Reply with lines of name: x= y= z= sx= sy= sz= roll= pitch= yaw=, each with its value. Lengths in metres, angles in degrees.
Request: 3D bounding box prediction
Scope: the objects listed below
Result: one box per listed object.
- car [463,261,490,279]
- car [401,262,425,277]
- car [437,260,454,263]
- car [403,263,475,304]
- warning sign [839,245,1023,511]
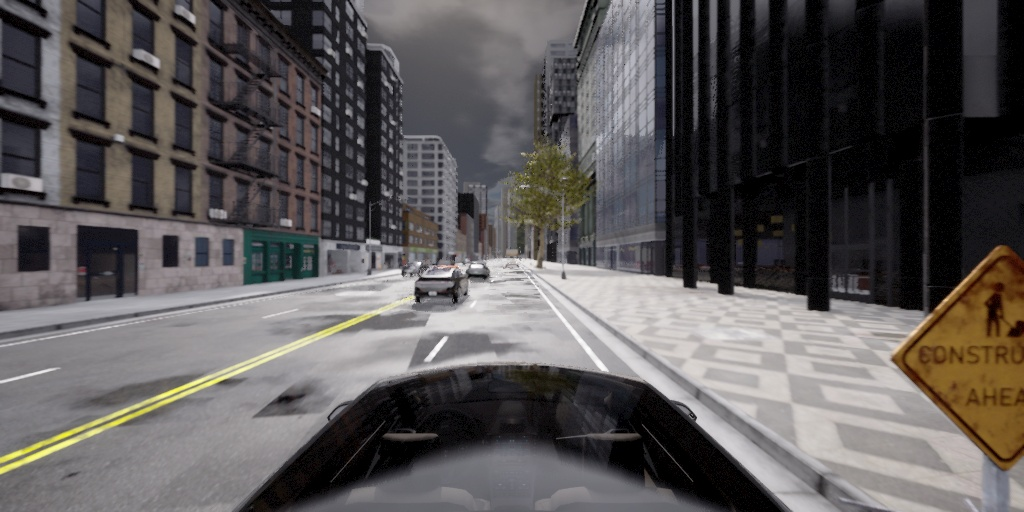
car: x=-3.150 y=1.395 z=33.471 sx=1.994 sy=1.385 sz=4.181 roll=0 pitch=0 yaw=0
car: x=-9.840 y=1.331 z=36.570 sx=2.128 sy=1.511 sz=4.902 roll=0 pitch=0 yaw=0
car: x=-6.593 y=1.187 z=35.040 sx=2.097 sy=1.767 sz=4.553 roll=0 pitch=0 yaw=0
car: x=-3.152 y=1.277 z=16.699 sx=2.128 sy=1.511 sz=4.902 roll=0 pitch=0 yaw=0
warning sign: x=2.851 y=0.866 z=2.111 sx=1.300 sy=1.860 sz=1.060 roll=0 pitch=0 yaw=0
